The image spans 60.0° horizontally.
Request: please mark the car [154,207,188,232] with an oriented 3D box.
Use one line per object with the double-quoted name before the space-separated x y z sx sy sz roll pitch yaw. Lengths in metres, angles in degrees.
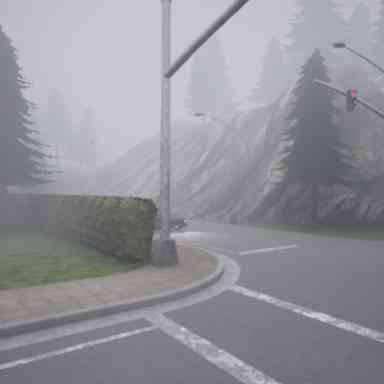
"car" -2.454 1.619 21.206 2.033 1.411 5.357 1 0 -36
